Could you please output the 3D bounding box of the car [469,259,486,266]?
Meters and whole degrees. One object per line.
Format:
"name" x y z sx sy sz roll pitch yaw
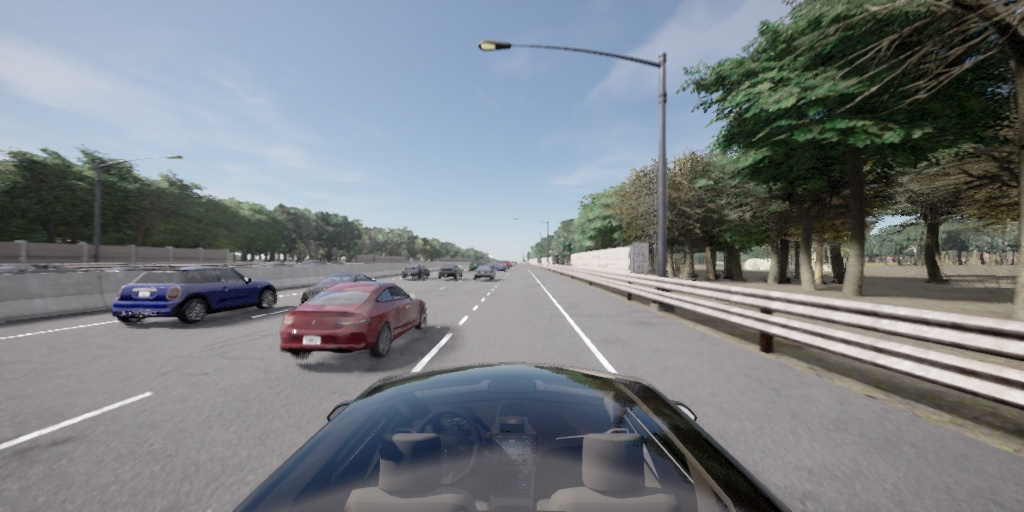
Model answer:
"car" -5.662 1.593 58.583 2.150 2.045 5.566 0 -1 1

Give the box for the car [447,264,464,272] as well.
"car" -9.166 1.942 58.625 1.895 1.301 4.718 0 -1 1

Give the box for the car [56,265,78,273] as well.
"car" -24.154 1.319 22.629 2.033 1.411 5.357 0 -1 2

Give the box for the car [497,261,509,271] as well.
"car" -2.021 2.053 64.433 1.994 1.385 4.181 0 -1 1

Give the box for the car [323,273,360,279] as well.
"car" -6.750 1.402 14.886 1.994 1.385 4.181 0 -1 1

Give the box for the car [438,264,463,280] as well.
"car" -6.213 1.590 36.477 1.837 1.490 4.892 0 -1 1

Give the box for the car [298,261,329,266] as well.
"car" -20.275 1.462 37.377 2.128 1.511 4.902 0 -1 2

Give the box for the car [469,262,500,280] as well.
"car" -2.714 1.660 36.383 2.033 1.411 5.357 0 -1 1

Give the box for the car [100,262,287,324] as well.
"car" -10.315 1.128 12.234 2.097 1.767 4.553 0 -1 1

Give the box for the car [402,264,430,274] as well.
"car" -9.714 1.546 36.567 2.128 1.511 4.902 0 -1 1

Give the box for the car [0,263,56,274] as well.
"car" -31.143 1.205 22.892 2.128 1.511 4.902 0 -1 2

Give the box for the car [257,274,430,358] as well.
"car" -3.408 1.322 8.511 1.812 1.442 4.674 0 -1 1
